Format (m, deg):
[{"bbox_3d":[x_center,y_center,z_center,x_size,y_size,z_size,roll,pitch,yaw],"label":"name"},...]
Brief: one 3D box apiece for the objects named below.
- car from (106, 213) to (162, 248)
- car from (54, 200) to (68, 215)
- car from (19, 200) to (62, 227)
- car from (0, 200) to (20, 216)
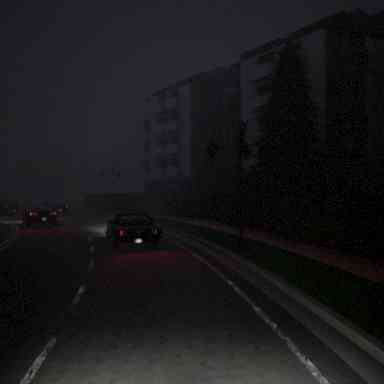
[{"bbox_3d":[-2.764,1.587,14.912,1.895,1.301,4.718,0,0,-18],"label":"car"},{"bbox_3d":[-13.873,1.534,33.273,1.812,1.442,4.674,0,0,-39],"label":"car"},{"bbox_3d":[-10.606,1.536,23.097,1.812,1.442,4.674,0,0,-32],"label":"car"},{"bbox_3d":[-18.052,1.521,32.886,2.128,1.511,4.902,0,0,-39],"label":"car"}]
